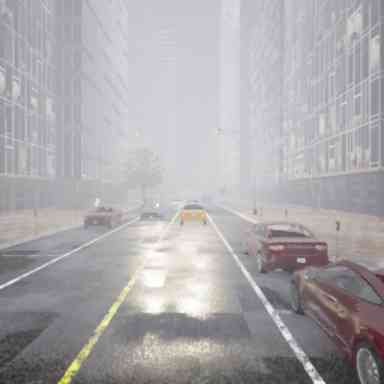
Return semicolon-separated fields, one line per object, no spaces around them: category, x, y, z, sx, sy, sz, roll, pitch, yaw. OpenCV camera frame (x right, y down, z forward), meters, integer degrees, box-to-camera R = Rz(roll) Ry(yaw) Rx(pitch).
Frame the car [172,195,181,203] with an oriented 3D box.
car;-3.016;1.475;68.381;2.033;1.411;5.357;0;0;0

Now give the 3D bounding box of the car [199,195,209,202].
car;2.674;1.472;73.038;2.008;1.369;4.403;0;0;0

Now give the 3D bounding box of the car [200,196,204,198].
car;0.091;1.521;41.555;2.033;1.411;5.357;0;0;0

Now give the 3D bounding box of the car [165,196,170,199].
car;-5.704;1.496;61.655;2.008;1.369;4.403;0;0;0

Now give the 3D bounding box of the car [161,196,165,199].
car;-5.702;1.402;50.270;1.967;1.590;4.097;0;0;0

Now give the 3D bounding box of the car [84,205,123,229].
car;-5.697;1.538;21.808;1.887;1.381;4.507;0;0;0

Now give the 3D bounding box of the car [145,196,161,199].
car;-5.701;1.409;44.578;1.967;1.590;4.097;0;0;0

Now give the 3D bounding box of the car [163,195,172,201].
car;-5.708;1.488;78.733;1.802;1.307;4.206;0;0;0

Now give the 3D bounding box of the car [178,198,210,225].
car;0.094;1.449;24.201;1.801;1.575;5.366;0;0;0

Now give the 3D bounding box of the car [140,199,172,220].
car;-3.107;1.536;27.809;2.033;1.411;5.357;0;0;0

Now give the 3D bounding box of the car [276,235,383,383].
car;2.687;1.581;4.725;1.802;1.307;4.206;0;0;0

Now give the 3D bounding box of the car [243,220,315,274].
car;2.686;1.543;10.419;1.887;1.381;4.507;0;0;0

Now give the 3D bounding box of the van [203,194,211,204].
van;2.676;1.286;61.653;1.690;1.788;3.998;0;0;0

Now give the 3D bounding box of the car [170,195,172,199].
car;-5.706;1.485;67.348;2.008;1.369;4.403;0;0;0
